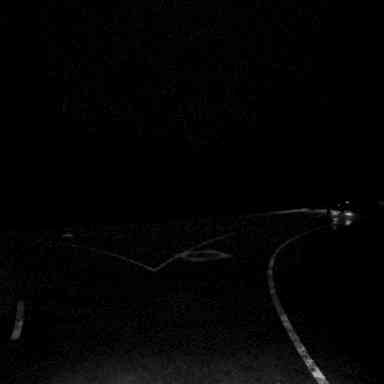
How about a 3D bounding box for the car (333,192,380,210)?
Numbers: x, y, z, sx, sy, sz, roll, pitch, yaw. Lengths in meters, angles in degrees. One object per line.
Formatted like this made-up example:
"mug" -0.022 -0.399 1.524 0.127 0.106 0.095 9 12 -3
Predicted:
"car" 15.392 0.744 31.027 4.674 1.442 1.812 -5 1 -23
